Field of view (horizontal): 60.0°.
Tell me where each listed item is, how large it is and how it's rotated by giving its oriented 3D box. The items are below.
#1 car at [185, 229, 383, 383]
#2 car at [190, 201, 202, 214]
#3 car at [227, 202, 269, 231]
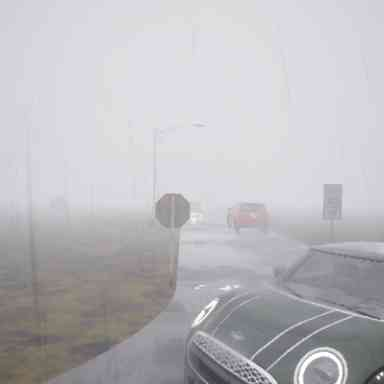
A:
[{"bbox_3d":[2.168,1.473,4.231,4.553,1.767,2.097,2,-1,-32],"label":"car"},{"bbox_3d":[0.387,2.178,48.620,2.097,1.767,4.553,1,-1,-2],"label":"car"},{"bbox_3d":[3.837,1.715,23.503,2.150,2.045,5.566,1,-1,-2],"label":"car"}]
